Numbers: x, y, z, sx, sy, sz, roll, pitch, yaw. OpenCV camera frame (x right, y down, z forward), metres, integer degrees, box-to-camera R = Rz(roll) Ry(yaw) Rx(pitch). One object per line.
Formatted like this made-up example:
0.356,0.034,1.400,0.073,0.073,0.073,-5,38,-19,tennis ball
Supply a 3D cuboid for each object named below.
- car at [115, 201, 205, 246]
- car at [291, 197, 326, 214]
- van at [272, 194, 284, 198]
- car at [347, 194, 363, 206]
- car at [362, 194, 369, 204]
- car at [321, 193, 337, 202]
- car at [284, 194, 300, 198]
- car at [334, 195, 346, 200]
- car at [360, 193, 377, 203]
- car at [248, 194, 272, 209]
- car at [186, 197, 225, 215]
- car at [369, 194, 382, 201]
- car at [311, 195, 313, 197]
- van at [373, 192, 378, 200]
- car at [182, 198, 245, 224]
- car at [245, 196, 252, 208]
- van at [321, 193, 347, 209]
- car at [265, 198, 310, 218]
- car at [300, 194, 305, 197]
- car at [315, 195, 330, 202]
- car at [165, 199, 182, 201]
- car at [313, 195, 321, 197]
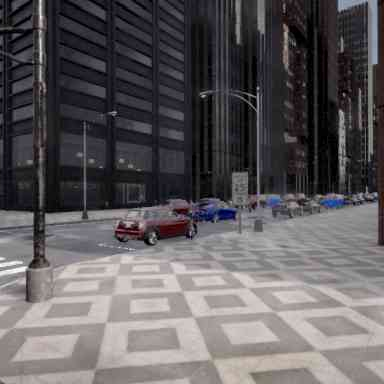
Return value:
-1.469,1.393,15.200,1.967,1.590,4.097,0,0,36,car
11.629,1.465,33.417,1.947,1.339,4.313,0,0,36,car
11.245,1.248,47.487,1.690,1.788,3.998,0,0,36,van
24.726,1.420,51.633,1.947,1.339,4.313,0,0,36,car
28.001,1.410,56.187,1.947,1.339,4.313,0,0,36,car
30.893,1.162,74.814,2.192,1.841,5.009,0,0,36,car
14.520,1.210,52.042,2.192,1.841,5.009,0,0,36,car
37.443,1.397,83.923,1.947,1.339,4.313,0,0,36,car
34.550,1.370,65.296,1.887,1.381,4.507,0,0,36,car
7.971,1.233,42.933,2.192,1.841,5.009,0,0,36,car
1.422,1.383,33.824,1.967,1.590,4.097,0,0,36,car
41.098,1.248,74.404,1.967,1.590,4.097,0,0,36,car
24.344,1.305,65.706,1.967,1.590,4.097,0,0,36,car
37.823,1.157,69.849,1.690,1.788,3.998,0,0,36,van
1.693,1.418,24.160,1.882,1.535,5.008,0,0,36,car
4.697,1.481,38.379,2.008,1.369,4.403,0,0,36,car
18.177,1.217,42.524,1.690,1.788,3.998,0,0,36,van
8.354,1.463,28.862,2.008,1.369,4.403,0,0,36,car
17.794,1.200,56.596,2.192,1.841,5.009,0,0,36,car
27.619,1.407,70.260,2.008,1.369,4.403,0,0,36,car
-1.853,1.397,29.270,1.967,1.590,4.097,0,0,36,car
20.409,1.362,50.190,2.128,1.511,4.902,0,0,36,car
